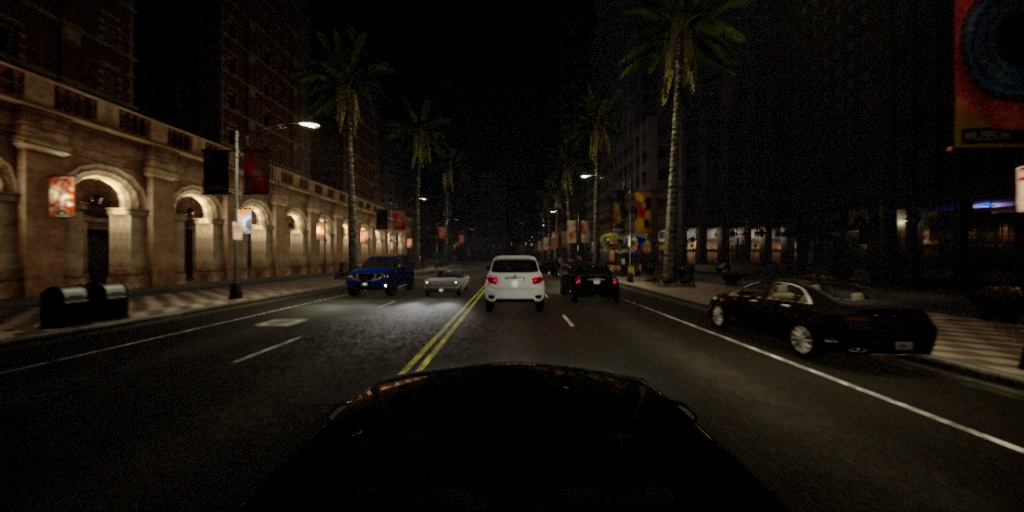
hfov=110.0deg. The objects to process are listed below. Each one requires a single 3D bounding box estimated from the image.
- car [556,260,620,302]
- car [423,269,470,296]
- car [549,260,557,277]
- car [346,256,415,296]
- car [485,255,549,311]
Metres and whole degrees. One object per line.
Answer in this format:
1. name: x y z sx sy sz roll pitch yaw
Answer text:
1. car: 3.597 1.137 17.321 2.097 1.767 4.553 0 0 0
2. car: -3.502 1.393 19.924 1.895 1.301 4.718 0 0 0
3. car: 3.598 1.335 37.125 1.837 1.490 4.892 0 0 0
4. car: -7.002 0.998 19.822 2.150 2.045 5.566 0 0 0
5. car: 0.099 1.001 14.821 2.150 2.045 5.566 0 0 0
